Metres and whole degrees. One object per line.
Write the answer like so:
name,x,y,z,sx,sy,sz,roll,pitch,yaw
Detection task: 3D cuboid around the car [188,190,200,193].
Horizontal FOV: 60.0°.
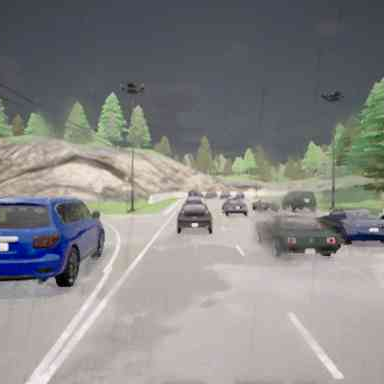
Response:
car,0.185,0.598,74.187,2.150,2.045,5.566,0,0,2

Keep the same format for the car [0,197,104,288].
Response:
car,-3.894,1.140,9.053,2.150,2.045,5.566,0,0,-4

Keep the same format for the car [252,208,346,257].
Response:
car,3.625,1.497,12.378,1.895,1.301,4.718,0,0,0

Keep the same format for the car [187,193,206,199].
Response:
car,0.176,1.173,36.089,1.882,1.535,5.008,0,0,0

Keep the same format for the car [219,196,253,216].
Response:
car,3.661,1.303,29.077,2.033,1.411,5.357,0,0,0

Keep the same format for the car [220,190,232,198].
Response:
car,8.530,0.510,83.668,2.097,1.767,4.553,0,1,17

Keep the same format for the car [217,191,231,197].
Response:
car,7.177,0.903,73.793,1.812,1.442,4.674,0,0,2

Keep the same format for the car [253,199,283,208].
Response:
car,7.170,1.326,32.922,1.895,1.301,4.718,0,0,0

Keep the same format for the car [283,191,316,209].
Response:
car,10.672,0.943,33.540,2.150,2.045,5.566,0,0,0

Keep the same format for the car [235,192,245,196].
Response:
car,10.677,0.905,73.813,1.812,1.442,4.674,0,0,2

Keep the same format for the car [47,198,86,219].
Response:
car,-10.594,1.309,27.750,2.033,1.411,5.357,0,1,-32

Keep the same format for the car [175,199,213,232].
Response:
car,0.139,1.347,18.678,1.837,1.490,4.892,0,0,0

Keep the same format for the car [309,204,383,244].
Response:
car,7.130,1.439,15.032,1.994,1.385,4.181,0,0,0

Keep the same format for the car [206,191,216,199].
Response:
car,3.683,0.914,74.091,2.033,1.411,5.357,0,0,2

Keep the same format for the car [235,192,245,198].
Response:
car,12.164,0.753,83.671,1.837,1.490,4.892,0,1,17
